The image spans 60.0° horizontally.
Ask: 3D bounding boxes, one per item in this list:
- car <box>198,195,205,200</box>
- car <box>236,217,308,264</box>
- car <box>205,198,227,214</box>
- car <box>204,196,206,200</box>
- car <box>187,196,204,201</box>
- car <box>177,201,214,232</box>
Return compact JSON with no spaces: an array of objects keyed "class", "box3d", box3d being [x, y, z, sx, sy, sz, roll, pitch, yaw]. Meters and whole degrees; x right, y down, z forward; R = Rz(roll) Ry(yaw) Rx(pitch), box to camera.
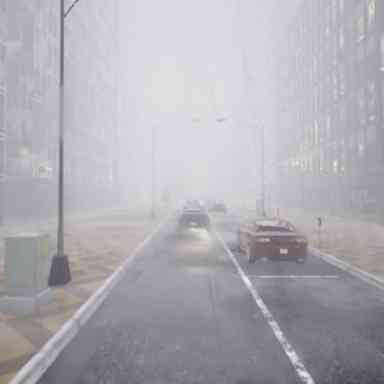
[{"class":"car","box3d":[2.567,1.508,89.506,1.802,1.307,4.206,1,0,0]},{"class":"car","box3d":[2.577,1.523,11.563,1.887,1.381,4.507,1,0,0]},{"class":"car","box3d":[2.574,1.529,33.832,1.802,1.307,4.206,1,0,0]},{"class":"car","box3d":[2.572,1.519,44.966,1.802,1.307,4.206,1,0,0]},{"class":"car","box3d":[0.096,1.489,40.150,2.033,1.411,5.357,0,0,0]},{"class":"car","box3d":[0.097,1.491,19.580,1.812,1.442,4.674,0,0,0]}]
